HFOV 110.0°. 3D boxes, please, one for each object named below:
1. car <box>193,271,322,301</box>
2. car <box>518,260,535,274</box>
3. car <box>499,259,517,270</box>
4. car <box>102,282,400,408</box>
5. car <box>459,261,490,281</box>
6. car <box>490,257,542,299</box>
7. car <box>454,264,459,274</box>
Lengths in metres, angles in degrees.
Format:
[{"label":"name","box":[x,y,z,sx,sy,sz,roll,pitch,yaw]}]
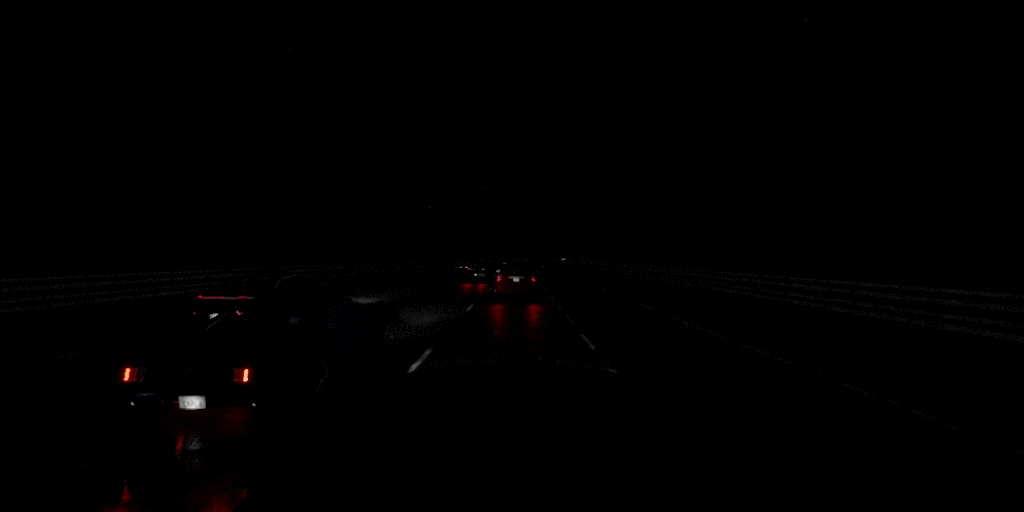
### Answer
[{"label":"car","box":[-6.913,1.209,10.825,2.128,1.511,4.902,0,0,1]},{"label":"car","box":[1.808,1.291,43.515,1.837,1.490,4.892,0,0,5]},{"label":"car","box":[-0.567,1.285,55.081,2.128,1.511,4.902,0,0,6]},{"label":"car","box":[-3.515,1.334,6.195,1.895,1.301,4.718,0,0,1]},{"label":"car","box":[-2.684,1.240,30.181,2.128,1.511,4.902,0,0,3]},{"label":"car","box":[0.270,1.109,18.503,2.097,1.767,4.553,0,0,2]},{"label":"car","box":[-5.376,1.293,41.762,2.033,1.411,5.357,0,0,5]}]
